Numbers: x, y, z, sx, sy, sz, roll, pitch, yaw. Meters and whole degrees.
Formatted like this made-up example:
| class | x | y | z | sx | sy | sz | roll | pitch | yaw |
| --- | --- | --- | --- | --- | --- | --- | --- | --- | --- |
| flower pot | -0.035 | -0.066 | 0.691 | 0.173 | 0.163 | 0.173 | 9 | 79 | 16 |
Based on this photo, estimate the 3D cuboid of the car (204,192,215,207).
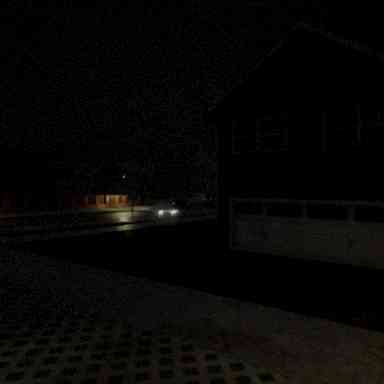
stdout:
| class | x | y | z | sx | sy | sz | roll | pitch | yaw |
| --- | --- | --- | --- | --- | --- | --- | --- | --- | --- |
| car | 3.248 | 1.040 | 47.084 | 2.150 | 2.045 | 5.566 | 1 | 0 | 15 |

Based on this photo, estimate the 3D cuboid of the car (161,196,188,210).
| class | x | y | z | sx | sy | sz | roll | pitch | yaw |
| --- | --- | --- | --- | --- | --- | --- | --- | --- | --- |
| car | -2.056 | 1.259 | 40.459 | 1.882 | 1.535 | 5.008 | 1 | 0 | 21 |
